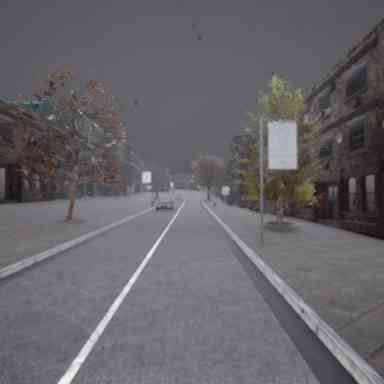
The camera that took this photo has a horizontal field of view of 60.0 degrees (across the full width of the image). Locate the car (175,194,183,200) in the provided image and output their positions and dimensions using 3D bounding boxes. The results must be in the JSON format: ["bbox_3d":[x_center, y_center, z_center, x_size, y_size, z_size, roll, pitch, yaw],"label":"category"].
[{"bbox_3d":[-3.197,1.129,80.094,1.895,1.301,4.718,0,1,0],"label":"car"}]

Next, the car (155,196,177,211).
[{"bbox_3d":[-3.108,1.510,38.892,1.994,1.385,4.181,0,0,0],"label":"car"}]
